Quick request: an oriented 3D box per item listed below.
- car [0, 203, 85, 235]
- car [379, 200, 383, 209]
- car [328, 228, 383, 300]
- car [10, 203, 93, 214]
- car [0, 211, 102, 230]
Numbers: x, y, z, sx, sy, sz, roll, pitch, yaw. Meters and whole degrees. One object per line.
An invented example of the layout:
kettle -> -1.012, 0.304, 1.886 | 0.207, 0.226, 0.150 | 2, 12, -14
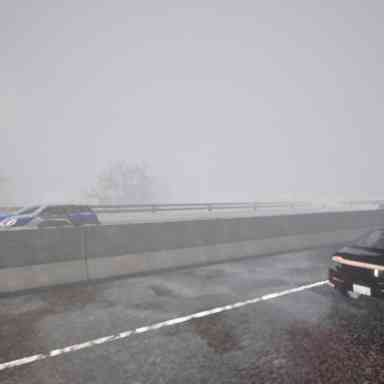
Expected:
car -> -8.935, 1.486, 19.097 | 5.008, 1.535, 1.882 | 0, 0, -35
car -> 26.970, 1.427, 43.844 | 5.566, 2.045, 2.150 | 1, 0, -33
car -> 4.970, 1.518, 7.251 | 4.902, 1.511, 2.128 | 0, 0, -35
car -> -6.833, 1.361, 16.295 | 4.553, 1.767, 2.097 | 0, 0, -35
car -> -5.754, 1.607, 12.773 | 4.718, 1.301, 1.895 | 0, 0, -35
